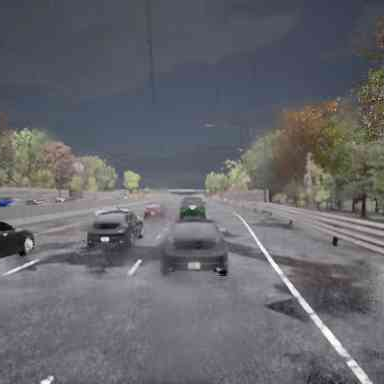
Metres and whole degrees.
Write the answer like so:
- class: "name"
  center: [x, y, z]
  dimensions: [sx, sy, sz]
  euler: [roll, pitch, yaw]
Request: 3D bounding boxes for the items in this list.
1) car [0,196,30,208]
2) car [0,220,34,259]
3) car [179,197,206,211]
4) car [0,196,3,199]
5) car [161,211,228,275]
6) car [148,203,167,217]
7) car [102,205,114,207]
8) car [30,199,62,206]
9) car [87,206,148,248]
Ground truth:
- class: "car"
  center: [-21.141, 1.675, 41.306]
  dimensions: [2.097, 1.767, 4.553]
  euler: [0, 0, 0]
- class: "car"
  center: [-6.929, 1.586, 10.764]
  dimensions: [1.837, 1.490, 4.892]
  euler: [0, 0, 0]
- class: "car"
  center: [0.056, 1.450, 29.751]
  dimensions: [2.150, 2.045, 5.566]
  euler: [0, 0, 0]
- class: "car"
  center: [-24.640, 1.550, 41.696]
  dimensions: [2.150, 2.045, 5.566]
  euler: [0, -1, 0]
- class: "car"
  center: [0.068, 1.587, 10.711]
  dimensions: [1.837, 1.490, 4.892]
  euler: [0, 0, 0]
- class: "car"
  center: [-3.447, 1.770, 31.698]
  dimensions: [1.812, 1.442, 4.674]
  euler: [0, 0, 0]
- class: "car"
  center: [-6.946, 1.824, 29.124]
  dimensions: [1.895, 1.301, 4.718]
  euler: [0, 0, 0]
- class: "car"
  center: [-17.643, 1.676, 41.317]
  dimensions: [2.097, 1.767, 4.553]
  euler: [0, -1, 0]
- class: "car"
  center: [-3.426, 1.622, 15.516]
  dimensions: [1.837, 1.490, 4.892]
  euler: [0, 0, 0]
